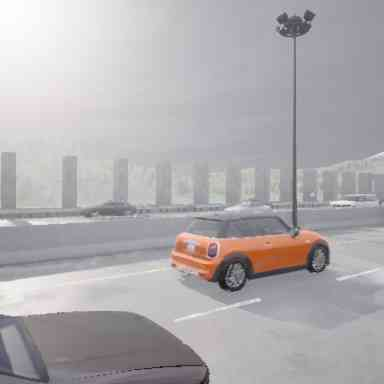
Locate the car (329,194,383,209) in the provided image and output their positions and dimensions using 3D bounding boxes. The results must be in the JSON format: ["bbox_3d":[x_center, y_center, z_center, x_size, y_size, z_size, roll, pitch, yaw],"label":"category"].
[{"bbox_3d":[14.906,1.223,30.542,5.566,2.045,2.150,0,0,-32],"label":"car"}]

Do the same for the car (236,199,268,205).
[{"bbox_3d":[4.750,1.525,28.199,4.674,1.442,1.812,0,0,-33],"label":"car"}]

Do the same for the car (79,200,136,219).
[{"bbox_3d":[-7.220,1.506,28.664,4.892,1.490,1.837,0,0,-34],"label":"car"}]

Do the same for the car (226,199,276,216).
[{"bbox_3d":[5.904,1.477,33.114,5.008,1.535,1.882,0,0,-33],"label":"car"}]

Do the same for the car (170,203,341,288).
[{"bbox_3d":[1.734,1.353,9.158,4.553,1.767,2.097,0,0,-34],"label":"car"}]

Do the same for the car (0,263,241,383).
[{"bbox_3d":[-2.381,1.547,2.135,5.357,1.411,2.033,0,0,-35],"label":"car"}]
